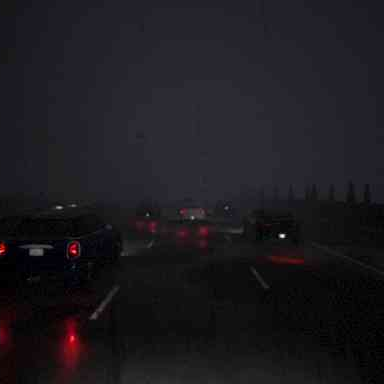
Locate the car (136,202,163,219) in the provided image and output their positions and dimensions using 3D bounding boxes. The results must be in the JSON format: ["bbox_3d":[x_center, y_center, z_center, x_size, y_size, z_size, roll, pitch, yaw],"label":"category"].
[{"bbox_3d":[-3.590,1.557,28.798,1.895,1.301,4.718,0,0,-1],"label":"car"}]

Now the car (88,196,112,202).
[{"bbox_3d":[-11.110,1.500,41.558,1.994,1.385,4.181,0,0,-1],"label":"car"}]

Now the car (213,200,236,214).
[{"bbox_3d":[3.271,1.512,34.094,1.994,1.385,4.181,0,0,-1],"label":"car"}]

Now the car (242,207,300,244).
[{"bbox_3d":[3.587,1.481,15.656,1.837,1.490,4.892,0,0,0],"label":"car"}]

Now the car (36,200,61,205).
[{"bbox_3d":[-14.389,1.496,33.495,2.033,1.411,5.357,0,0,-1],"label":"car"}]

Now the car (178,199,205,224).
[{"bbox_3d":[-0.007,1.488,24.464,1.812,1.442,4.674,0,0,-1],"label":"car"}]

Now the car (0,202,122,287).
[{"bbox_3d":[-3.404,1.337,9.403,2.097,1.767,4.553,0,0,0],"label":"car"}]

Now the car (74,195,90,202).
[{"bbox_3d":[-18.497,1.263,56.881,2.097,1.767,4.553,0,0,-1],"label":"car"}]
